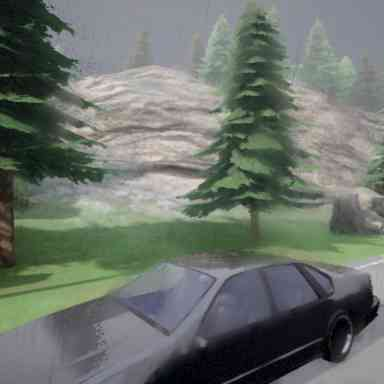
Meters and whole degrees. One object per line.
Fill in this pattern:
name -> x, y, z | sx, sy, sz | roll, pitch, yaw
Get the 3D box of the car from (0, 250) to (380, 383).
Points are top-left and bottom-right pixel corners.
car -> 0.346, 1.537, 4.253 | 5.357, 1.411, 2.033 | -1, 0, -36
